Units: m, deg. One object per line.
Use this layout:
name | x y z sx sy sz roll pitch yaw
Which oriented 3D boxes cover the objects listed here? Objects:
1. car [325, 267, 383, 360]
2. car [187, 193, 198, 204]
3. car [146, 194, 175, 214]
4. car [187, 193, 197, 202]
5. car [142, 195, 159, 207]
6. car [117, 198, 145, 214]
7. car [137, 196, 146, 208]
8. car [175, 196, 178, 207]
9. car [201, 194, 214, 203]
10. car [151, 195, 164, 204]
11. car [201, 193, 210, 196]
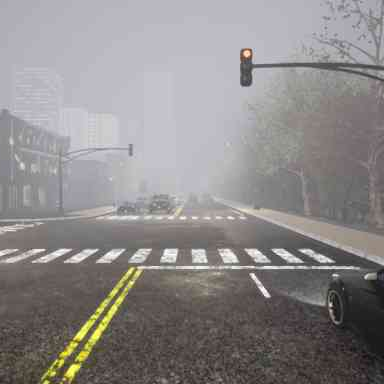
car | 3.352 1.563 4.257 1.994 1.385 4.181 0 0 0
car | 0.148 1.453 63.768 1.882 1.535 5.008 0 -1 0
car | -3.314 1.210 36.269 2.150 2.045 5.566 0 0 0
car | 0.057 1.192 78.127 2.150 2.045 5.566 0 0 0
car | -6.550 1.332 53.118 2.097 1.767 4.553 0 0 0
car | -6.582 1.589 35.318 1.895 1.301 4.718 0 0 1
car | -6.557 1.336 44.229 2.097 1.767 4.553 0 0 0
car | -3.304 1.509 46.259 1.812 1.442 4.674 0 0 0
car | 3.399 1.574 66.895 1.895 1.301 4.718 0 0 0
car | -6.508 1.453 63.562 1.882 1.535 5.008 0 0 1
car | 3.306 1.193 76.875 2.150 2.045 5.566 0 0 0
